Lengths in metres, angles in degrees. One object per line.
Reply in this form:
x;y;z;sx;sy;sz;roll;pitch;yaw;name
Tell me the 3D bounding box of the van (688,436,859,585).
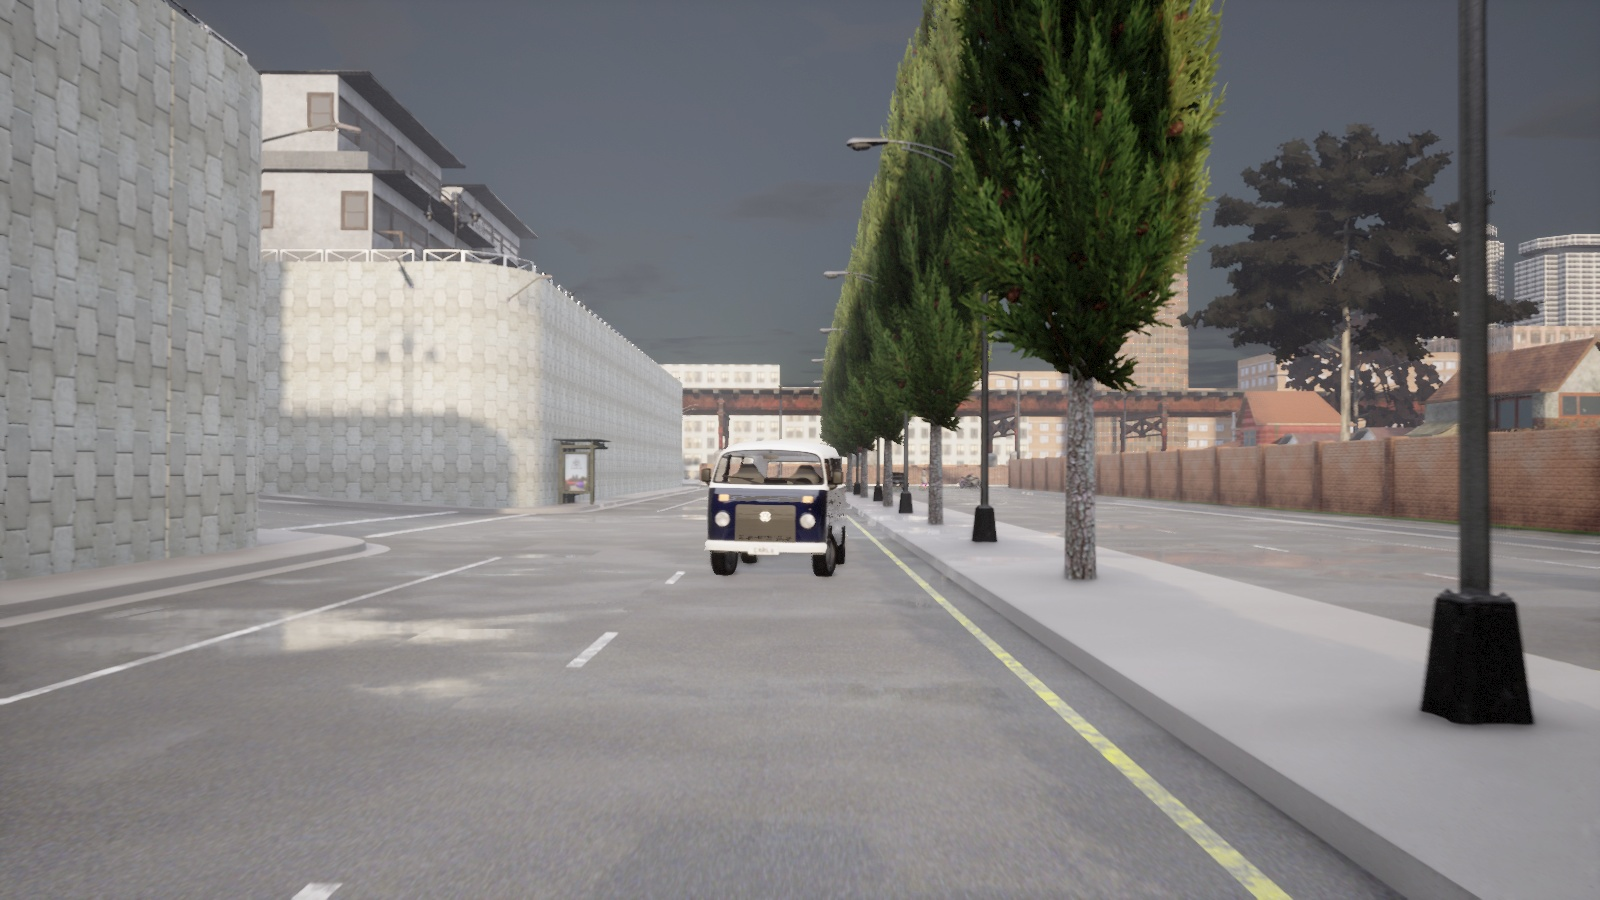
-0.271;0.869;19.711;2.069;2.038;4.480;0;-1;7;van
